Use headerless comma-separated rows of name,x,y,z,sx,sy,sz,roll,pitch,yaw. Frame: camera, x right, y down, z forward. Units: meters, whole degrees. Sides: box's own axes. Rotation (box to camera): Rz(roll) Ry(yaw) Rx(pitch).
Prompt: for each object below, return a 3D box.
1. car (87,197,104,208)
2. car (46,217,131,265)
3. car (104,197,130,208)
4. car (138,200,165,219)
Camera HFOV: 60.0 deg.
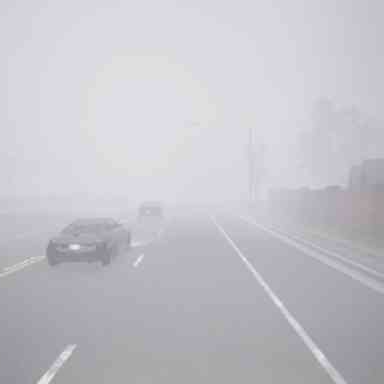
car,-13.493,1.437,48.131,2.128,1.511,4.902,0,0,7
car,-3.412,1.573,11.705,1.994,1.385,4.181,0,0,0
car,-10.124,1.432,46.751,2.128,1.511,4.902,0,0,6
car,-3.407,1.452,28.582,1.882,1.535,5.008,0,0,0
